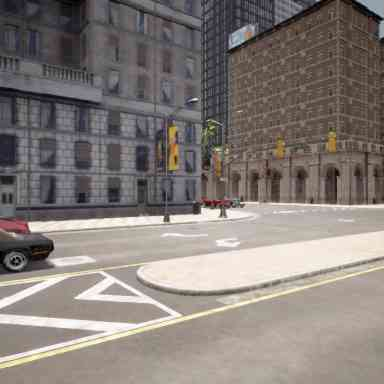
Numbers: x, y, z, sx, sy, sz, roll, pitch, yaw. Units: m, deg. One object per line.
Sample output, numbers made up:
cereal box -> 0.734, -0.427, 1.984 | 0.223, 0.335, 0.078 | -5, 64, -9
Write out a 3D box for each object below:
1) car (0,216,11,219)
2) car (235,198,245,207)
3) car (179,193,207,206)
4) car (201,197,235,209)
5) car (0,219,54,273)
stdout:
car -> -8.443, 1.526, 12.113 | 4.674, 1.442, 1.812 | 0, 0, -35
car -> 5.710, 1.491, 49.049 | 2.128, 1.511, 4.902 | 0, 0, -35
car -> 0.072, 1.221, 57.150 | 2.150, 2.045, 5.566 | 0, 0, -34
car -> 3.280, 1.478, 46.419 | 1.882, 1.535, 5.008 | 0, 0, -35
car -> -6.499, 1.601, 9.208 | 4.718, 1.301, 1.895 | 0, 0, -35
